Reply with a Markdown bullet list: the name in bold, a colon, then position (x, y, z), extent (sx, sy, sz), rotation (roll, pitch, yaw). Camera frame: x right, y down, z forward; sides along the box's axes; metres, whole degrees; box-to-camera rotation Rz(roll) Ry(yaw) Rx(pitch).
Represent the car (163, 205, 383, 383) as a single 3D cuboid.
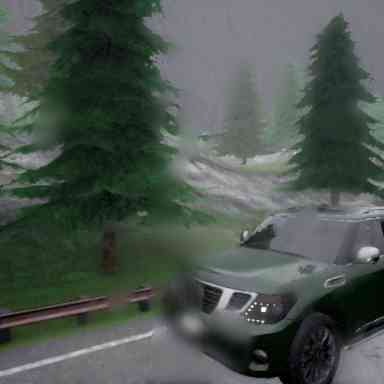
- **car**: position (2.260, 1.271, 5.582), extent (5.566, 2.045, 2.150), rotation (1, -1, -35)
